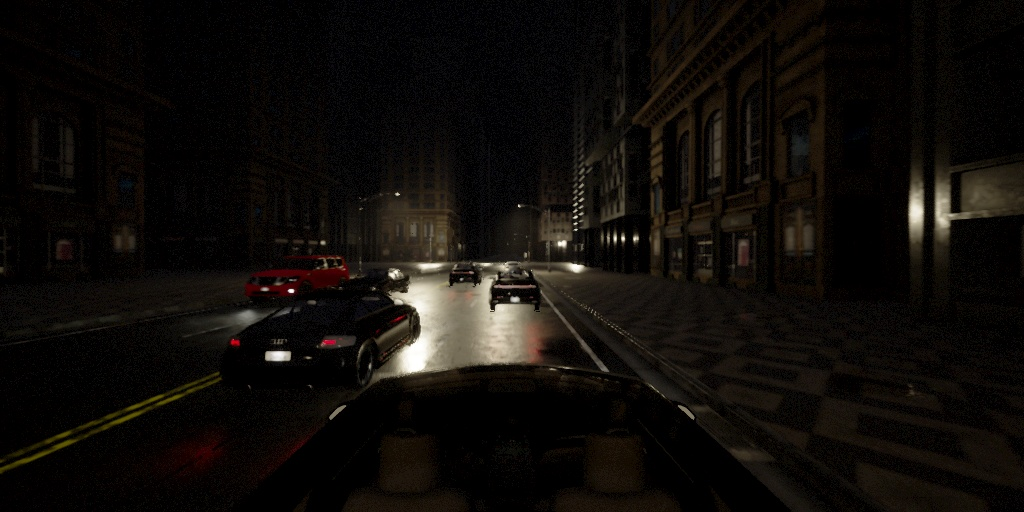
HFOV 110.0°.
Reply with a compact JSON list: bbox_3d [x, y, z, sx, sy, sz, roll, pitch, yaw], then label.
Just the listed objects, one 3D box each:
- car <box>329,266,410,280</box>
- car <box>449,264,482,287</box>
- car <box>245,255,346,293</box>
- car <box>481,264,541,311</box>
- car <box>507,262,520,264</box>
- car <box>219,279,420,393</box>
[{"bbox_3d":[-6.526,1.307,17.693,2.033,1.411,5.357,0,0,1],"label":"car"},{"bbox_3d":[-3.143,1.257,24.793,2.128,1.511,4.902,0,0,0],"label":"car"},{"bbox_3d":[-9.783,0.981,17.002,2.150,2.045,5.566,0,0,1],"label":"car"},{"bbox_3d":[0.105,1.248,14.412,2.128,1.511,4.902,0,0,0],"label":"car"},{"bbox_3d":[0.111,1.305,36.603,1.812,1.442,4.674,0,0,0],"label":"car"},{"bbox_3d":[-3.148,1.316,6.831,1.994,1.385,4.181,0,0,0],"label":"car"}]
